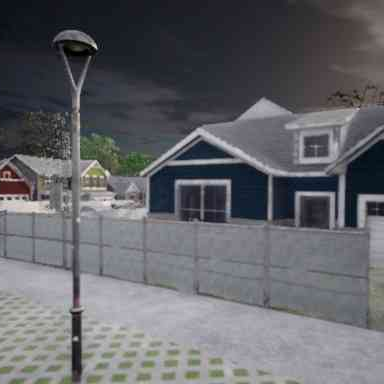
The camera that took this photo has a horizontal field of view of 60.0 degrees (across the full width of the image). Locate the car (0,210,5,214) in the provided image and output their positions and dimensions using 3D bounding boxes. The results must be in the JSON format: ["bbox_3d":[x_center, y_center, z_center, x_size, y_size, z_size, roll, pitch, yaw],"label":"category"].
[{"bbox_3d":[-14.439,1.775,22.427,1.812,1.442,4.674,1,0,21],"label":"car"}]

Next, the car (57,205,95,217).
[{"bbox_3d":[-10.964,1.921,31.611,1.994,1.385,4.181,1,0,19],"label":"car"}]

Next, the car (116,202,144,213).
[{"bbox_3d":[-7.679,1.963,41.389,2.128,1.511,4.902,1,0,17],"label":"car"}]
